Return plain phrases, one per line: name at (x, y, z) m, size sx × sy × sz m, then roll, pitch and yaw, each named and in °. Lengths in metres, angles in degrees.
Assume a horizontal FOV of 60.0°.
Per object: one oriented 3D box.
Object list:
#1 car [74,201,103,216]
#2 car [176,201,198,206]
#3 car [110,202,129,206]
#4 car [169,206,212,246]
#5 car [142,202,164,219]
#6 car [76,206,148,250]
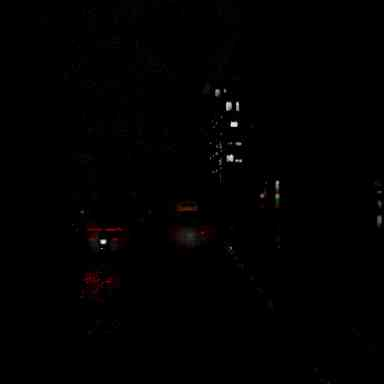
car at (-10.421, 1.670, 33.841) m, size 2.128 × 1.511 × 4.902 m, roll 0°, pitch 0°, yaw -2°
car at (-0.439, 1.639, 31.365) m, size 1.882 × 1.535 × 5.008 m, roll 0°, pitch 0°, yaw -2°
car at (-7.151, 1.737, 33.133) m, size 1.994 × 1.385 × 4.181 m, roll 0°, pitch 0°, yaw -2°
car at (-0.075, 1.605, 15.688) m, size 1.812 × 1.442 × 4.674 m, roll 0°, pitch 0°, yaw -1°
car at (-3.689, 1.639, 31.278) m, size 1.882 × 1.535 × 5.008 m, roll 0°, pitch 0°, yaw -1°
car at (-3.316, 1.581, 14.763) m, size 1.837 × 1.490 × 4.892 m, roll 0°, pitch 0°, yaw -1°
